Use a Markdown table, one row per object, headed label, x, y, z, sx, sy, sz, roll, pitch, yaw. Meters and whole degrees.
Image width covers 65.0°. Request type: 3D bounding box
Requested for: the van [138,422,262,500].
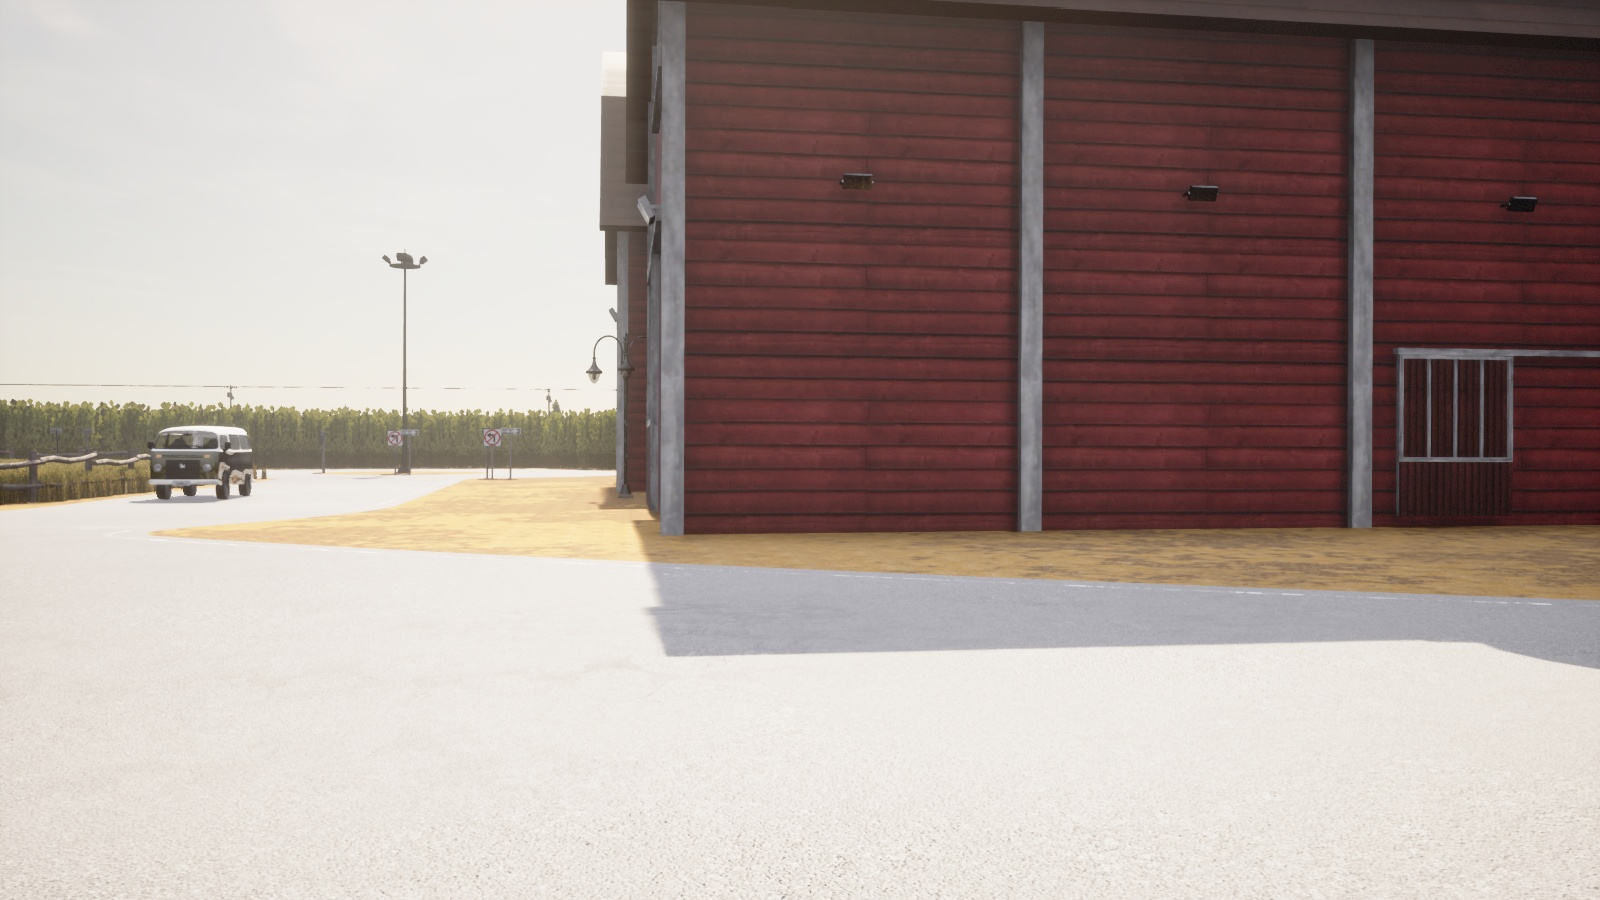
| label | x | y | z | sx | sy | sz | roll | pitch | yaw |
| --- | --- | --- | --- | --- | --- | --- | --- | --- | --- |
| van | -16.653 | 0.305 | 35.117 | 2.069 | 2.038 | 4.480 | 0 | 0 | -11 |
